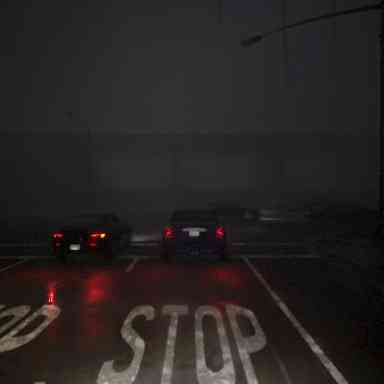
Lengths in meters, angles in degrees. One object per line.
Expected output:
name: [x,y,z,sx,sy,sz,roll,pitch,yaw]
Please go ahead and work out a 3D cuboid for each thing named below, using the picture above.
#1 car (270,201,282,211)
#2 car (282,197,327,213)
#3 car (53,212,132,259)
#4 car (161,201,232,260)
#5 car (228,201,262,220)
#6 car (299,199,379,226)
car: [10.646,1.270,35.359,4.674,1.442,1.812,0,0,0]
car: [11.625,1.261,31.861,4.902,1.511,2.128,0,0,0]
car: [-3.423,1.439,12.046,1.812,1.442,4.674,0,0,0]
car: [0.071,1.265,12.250,2.097,1.767,4.553,0,1,0]
car: [2.456,1.365,25.214,5.357,1.411,2.033,0,0,-4]
car: [10.129,1.388,21.888,5.357,1.411,2.033,0,0,12]
